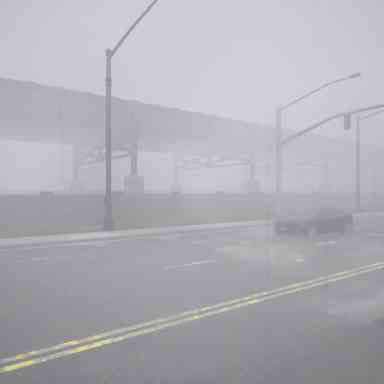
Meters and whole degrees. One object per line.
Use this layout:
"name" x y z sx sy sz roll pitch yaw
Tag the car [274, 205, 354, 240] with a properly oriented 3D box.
"car" 6.342 1.477 17.170 5.008 1.535 1.882 0 0 -36
